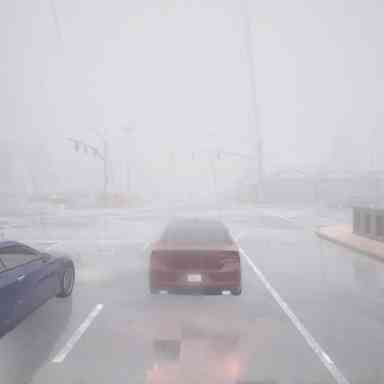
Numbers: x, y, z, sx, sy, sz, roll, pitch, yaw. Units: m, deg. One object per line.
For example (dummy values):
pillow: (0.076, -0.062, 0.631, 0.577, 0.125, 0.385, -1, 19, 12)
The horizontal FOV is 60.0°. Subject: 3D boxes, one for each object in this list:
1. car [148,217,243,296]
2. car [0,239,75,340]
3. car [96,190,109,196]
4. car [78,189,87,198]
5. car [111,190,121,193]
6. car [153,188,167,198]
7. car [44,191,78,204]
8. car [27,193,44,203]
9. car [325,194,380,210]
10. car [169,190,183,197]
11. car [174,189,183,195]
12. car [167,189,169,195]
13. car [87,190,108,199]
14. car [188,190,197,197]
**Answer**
car: (0.114, 1.361, 8.460, 1.882, 1.535, 5.008, 0, 1, 1)
car: (-3.434, 1.458, 5.276, 1.812, 1.442, 4.674, 0, 1, 0)
car: (-20.984, 0.193, 78.173, 1.812, 1.442, 4.674, 0, 1, 0)
car: (-21.012, 0.287, 63.364, 2.097, 1.767, 4.553, 0, 1, 1)
car: (-17.485, 0.230, 76.155, 1.812, 1.442, 4.674, 0, 1, 0)
car: (-6.887, 0.409, 67.645, 2.033, 1.411, 5.357, 0, 1, 0)
car: (-17.589, 0.732, 44.959, 1.882, 1.535, 5.008, 0, 1, 0)
car: (-21.088, 0.829, 46.457, 1.895, 1.301, 4.718, 0, 1, 0)
car: (15.514, 0.979, 32.251, 4.892, 1.490, 1.837, 0, 1, 2)
car: (-3.460, 0.328, 72.829, 1.994, 1.385, 4.181, 0, 1, 0)
car: (-3.483, 0.056, 87.615, 2.033, 1.411, 5.357, 0, 1, 0)
car: (-6.983, -0.156, 89.200, 2.097, 1.767, 4.553, 0, 1, 1)
car: (-17.529, 0.439, 62.747, 2.128, 1.511, 4.902, 0, 1, 1)
car: (0.050, 0.281, 72.439, 1.837, 1.490, 4.892, 0, 1, 0)
